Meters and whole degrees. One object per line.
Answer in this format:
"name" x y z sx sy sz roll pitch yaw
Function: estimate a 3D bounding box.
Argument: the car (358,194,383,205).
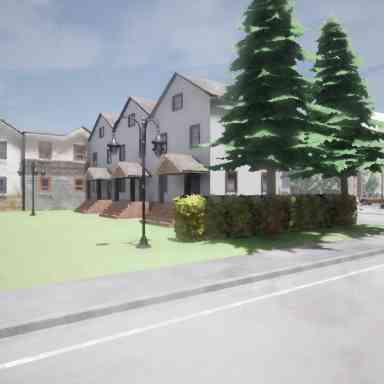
"car" 27.232 1.097 49.238 1.932 1.855 4.605 0 0 -36

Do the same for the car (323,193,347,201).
"car" 32.105 1.097 74.691 1.932 1.855 4.605 0 0 -36
